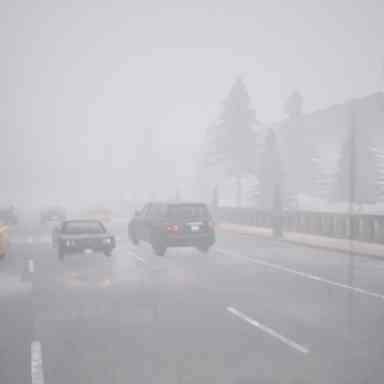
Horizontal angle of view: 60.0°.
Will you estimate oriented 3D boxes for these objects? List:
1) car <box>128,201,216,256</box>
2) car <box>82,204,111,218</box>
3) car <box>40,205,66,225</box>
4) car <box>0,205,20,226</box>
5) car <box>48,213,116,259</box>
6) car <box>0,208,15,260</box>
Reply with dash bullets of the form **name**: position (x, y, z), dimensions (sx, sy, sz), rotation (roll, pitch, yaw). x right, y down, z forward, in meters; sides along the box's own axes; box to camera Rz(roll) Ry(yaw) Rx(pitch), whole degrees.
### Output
- **car**: position (-1.064, 1.393, 14.296), dimensions (2.150, 2.045, 5.566), rotation (0, 0, -26)
- **car**: position (-8.440, 1.812, 29.261), dimensions (1.882, 1.535, 5.008), rotation (0, 0, -26)
- **car**: position (-11.423, 1.835, 27.390), dimensions (1.812, 1.442, 4.674), rotation (0, -1, -26)
- **car**: position (-14.386, 1.776, 25.476), dimensions (2.128, 1.511, 4.902), rotation (0, -1, -26)
- **car**: position (-4.496, 1.754, 13.348), dimensions (1.895, 1.301, 4.718), rotation (0, -1, -26)
- **car**: position (-8.069, 1.618, 12.702), dimensions (1.882, 1.535, 5.008), rotation (0, 0, -26)
